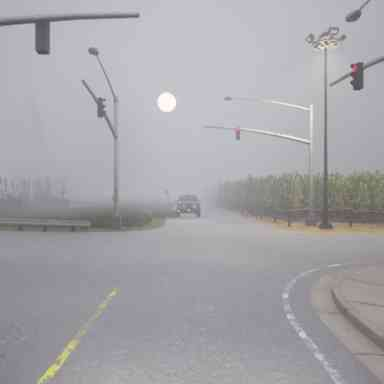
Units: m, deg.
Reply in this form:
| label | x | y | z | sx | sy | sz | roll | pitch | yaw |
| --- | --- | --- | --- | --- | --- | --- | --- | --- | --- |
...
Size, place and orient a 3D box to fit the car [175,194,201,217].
| label | x | y | z | sx | sy | sz | roll | pitch | yaw |
| --- | --- | --- | --- | --- | --- | --- | --- | --- | --- |
| car | -0.399 | 1.240 | 31.803 | 2.150 | 2.045 | 5.566 | 0 | 0 | -3 |

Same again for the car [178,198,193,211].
| label | x | y | z | sx | sy | sz | roll | pitch | yaw |
| --- | --- | --- | --- | --- | --- | --- | --- | --- | --- |
| car | -0.871 | 1.539 | 41.667 | 1.812 | 1.442 | 4.674 | 0 | 0 | -3 |
